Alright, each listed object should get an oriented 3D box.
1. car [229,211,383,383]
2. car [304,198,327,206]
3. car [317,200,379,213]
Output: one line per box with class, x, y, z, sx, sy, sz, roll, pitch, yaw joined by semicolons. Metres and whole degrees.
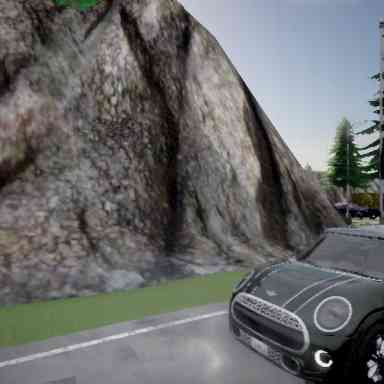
car;2.814;1.352;5.288;4.553;1.767;2.097;0;0;-29
car;21.097;1.600;55.575;4.718;1.301;1.895;0;0;-29
car;13.399;1.601;28.255;1.895;1.301;4.718;0;0;-26
